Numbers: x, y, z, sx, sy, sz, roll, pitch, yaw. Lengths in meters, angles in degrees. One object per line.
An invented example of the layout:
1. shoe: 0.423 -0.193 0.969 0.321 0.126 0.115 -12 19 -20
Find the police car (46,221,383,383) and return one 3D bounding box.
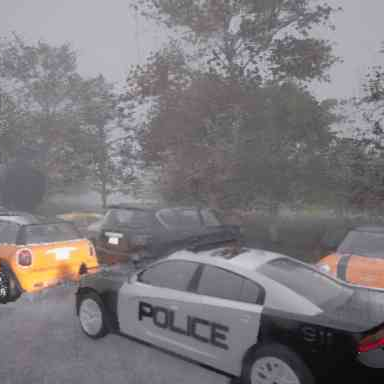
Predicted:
1. police car: 0.165 1.513 5.071 5.238 1.638 1.930 0 -1 36

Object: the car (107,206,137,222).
1. car: -5.004 1.543 13.608 1.946 1.575 5.366 1 0 36

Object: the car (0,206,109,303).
1. car: -4.547 1.383 8.547 4.553 1.767 2.097 1 -1 36
